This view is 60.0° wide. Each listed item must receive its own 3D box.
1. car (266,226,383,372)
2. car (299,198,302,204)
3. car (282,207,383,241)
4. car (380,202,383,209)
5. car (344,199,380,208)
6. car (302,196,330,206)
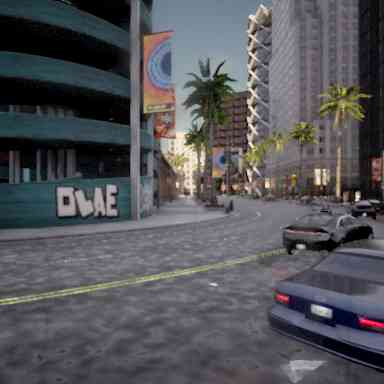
[{"bbox_3d":[3.552,1.554,5.812,5.357,1.411,2.033,0,0,-40],"label":"car"},{"bbox_3d":[22.605,1.563,65.567,2.231,1.521,4.892,0,0,-1],"label":"car"},{"bbox_3d":[5.121,1.507,12.238,2.128,1.511,4.902,0,0,44],"label":"car"},{"bbox_3d":[19.244,1.520,36.480,1.882,1.535,5.008,0,0,5],"label":"car"},{"bbox_3d":[14.495,1.539,28.829,1.837,1.490,4.892,1,0,17],"label":"car"},{"bbox_3d":[10.050,1.187,26.134,2.033,1.411,5.357,0,0,22],"label":"car"}]
